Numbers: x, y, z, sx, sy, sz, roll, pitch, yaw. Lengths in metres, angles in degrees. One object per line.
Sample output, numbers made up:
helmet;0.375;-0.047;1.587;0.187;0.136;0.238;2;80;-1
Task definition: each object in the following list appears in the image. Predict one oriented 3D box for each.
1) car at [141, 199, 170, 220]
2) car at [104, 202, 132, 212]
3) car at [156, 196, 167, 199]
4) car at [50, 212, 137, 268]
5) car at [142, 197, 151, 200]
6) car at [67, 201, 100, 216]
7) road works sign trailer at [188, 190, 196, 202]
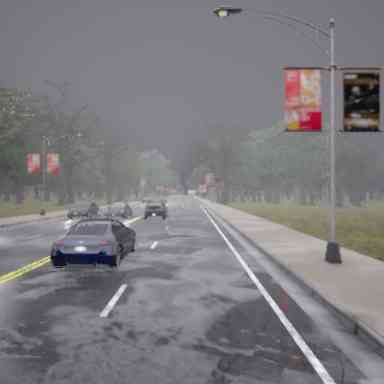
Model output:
car;-3.142;1.623;29.914;1.837;1.490;4.892;0;0;0
car;-6.586;1.645;30.202;1.812;1.442;4.674;0;0;0
car;-6.475;1.703;71.341;2.097;1.767;4.553;0;-1;0
car;-3.152;1.587;11.423;1.994;1.385;4.181;0;0;0
car;-9.725;1.825;71.310;1.882;1.535;5.008;0;-1;0
car;-9.836;1.626;30.486;1.837;1.490;4.892;0;0;0
road works sign trailer;0.003;1.114;95.481;2.380;3.560;2.880;0;-1;0
